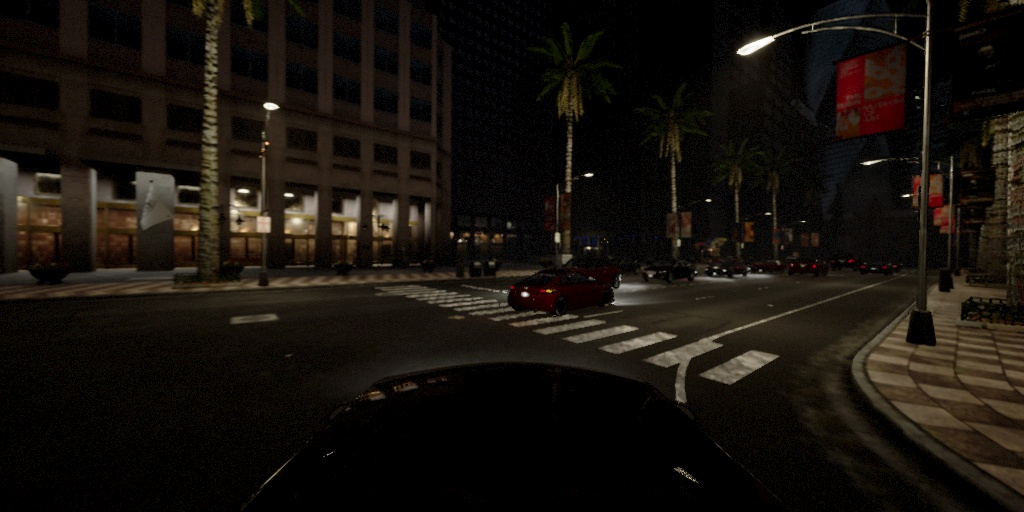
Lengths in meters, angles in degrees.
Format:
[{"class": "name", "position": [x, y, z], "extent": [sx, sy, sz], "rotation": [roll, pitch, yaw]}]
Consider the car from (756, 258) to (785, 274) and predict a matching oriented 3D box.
[{"class": "car", "position": [26.303, 1.089, 36.785], "extent": [4.718, 1.301, 1.895], "rotation": [0, 1, -38]}]

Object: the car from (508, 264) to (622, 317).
[{"class": "car", "position": [1.828, 1.157, 12.570], "extent": [1.994, 1.385, 4.181], "rotation": [1, 1, 45]}]

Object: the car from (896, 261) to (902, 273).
[{"class": "car", "position": [43.655, 1.164, 41.542], "extent": [5.357, 1.411, 2.033], "rotation": [0, 1, -39]}]

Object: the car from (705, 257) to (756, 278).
[{"class": "car", "position": [18.533, 1.043, 30.686], "extent": [5.357, 1.411, 2.033], "rotation": [0, 1, -38]}]

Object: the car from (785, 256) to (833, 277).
[{"class": "car", "position": [27.233, 0.916, 32.832], "extent": [4.553, 1.767, 2.097], "rotation": [0, 1, -38]}]

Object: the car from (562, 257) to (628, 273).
[{"class": "car", "position": [3.728, 0.863, 18.991], "extent": [4.553, 1.767, 2.097], "rotation": [0, 1, -38]}]

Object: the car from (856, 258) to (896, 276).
[{"class": "car", "position": [35.841, 1.191, 35.249], "extent": [4.181, 1.385, 1.994], "rotation": [0, 1, -39]}]

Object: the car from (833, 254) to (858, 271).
[{"class": "car", "position": [40.872, 0.768, 43.790], "extent": [5.566, 2.045, 2.150], "rotation": [0, 1, -39]}]

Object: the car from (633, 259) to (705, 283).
[{"class": "car", "position": [10.861, 0.995, 24.632], "extent": [4.902, 1.511, 2.128], "rotation": [0, 1, -38]}]
